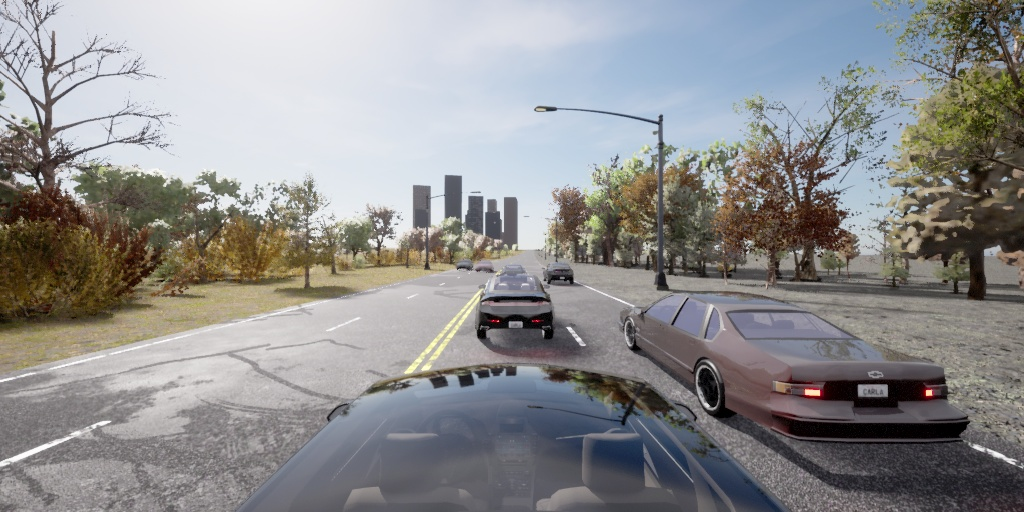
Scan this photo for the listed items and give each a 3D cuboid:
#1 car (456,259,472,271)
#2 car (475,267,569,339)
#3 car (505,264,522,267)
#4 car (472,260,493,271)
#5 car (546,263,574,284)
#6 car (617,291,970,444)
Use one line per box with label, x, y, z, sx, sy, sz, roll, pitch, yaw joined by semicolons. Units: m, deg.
car;-6.304;1.183;48.347;1.837;1.490;4.892;0;0;1
car;0.066;1.240;10.023;2.128;1.511;4.902;0;0;0
car;0.103;1.293;26.773;1.994;1.385;4.181;0;0;0
car;-3.175;1.219;42.083;1.812;1.442;4.674;0;0;1
car;3.352;1.227;26.452;1.837;1.490;4.892;-1;0;0
car;3.342;1.281;5.837;2.033;1.411;5.357;0;0;0
